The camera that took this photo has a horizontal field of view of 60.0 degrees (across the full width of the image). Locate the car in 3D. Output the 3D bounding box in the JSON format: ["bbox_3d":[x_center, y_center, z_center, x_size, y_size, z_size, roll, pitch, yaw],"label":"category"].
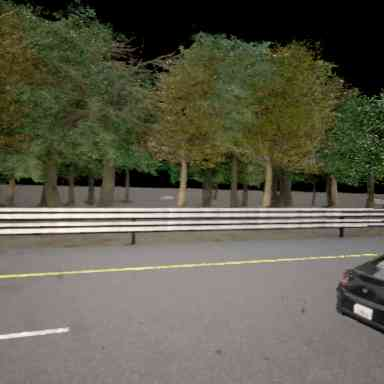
[{"bbox_3d":[4.565,1.544,5.427,4.674,1.442,1.812,1,1,-19],"label":"car"}]
